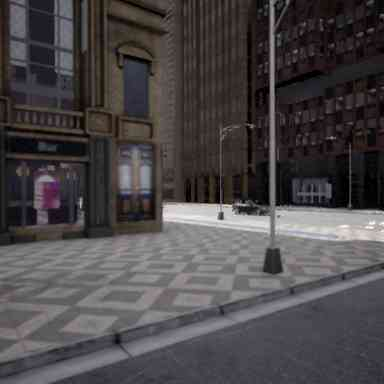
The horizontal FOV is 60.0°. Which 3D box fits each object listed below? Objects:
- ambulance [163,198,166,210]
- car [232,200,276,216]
[{"bbox_3d":[-5.875,1.161,44.525,2.351,2.431,6.366,0,0,-35],"label":"ambulance"},{"bbox_3d":[6.069,1.544,33.045,1.837,1.490,4.892,0,0,-35],"label":"car"}]
